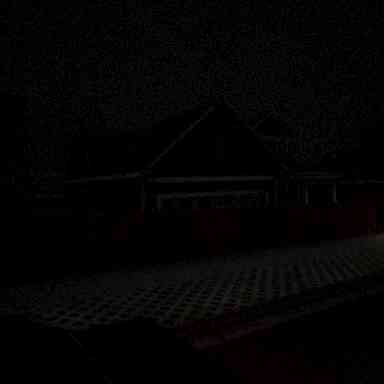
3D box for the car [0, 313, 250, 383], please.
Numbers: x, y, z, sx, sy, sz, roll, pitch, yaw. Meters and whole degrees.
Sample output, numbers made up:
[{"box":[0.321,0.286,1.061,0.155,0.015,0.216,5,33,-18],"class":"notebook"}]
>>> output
[{"box":[-1.830,1.602,1.701,4.718,1.301,1.895,0,0,-35],"class":"car"}]
